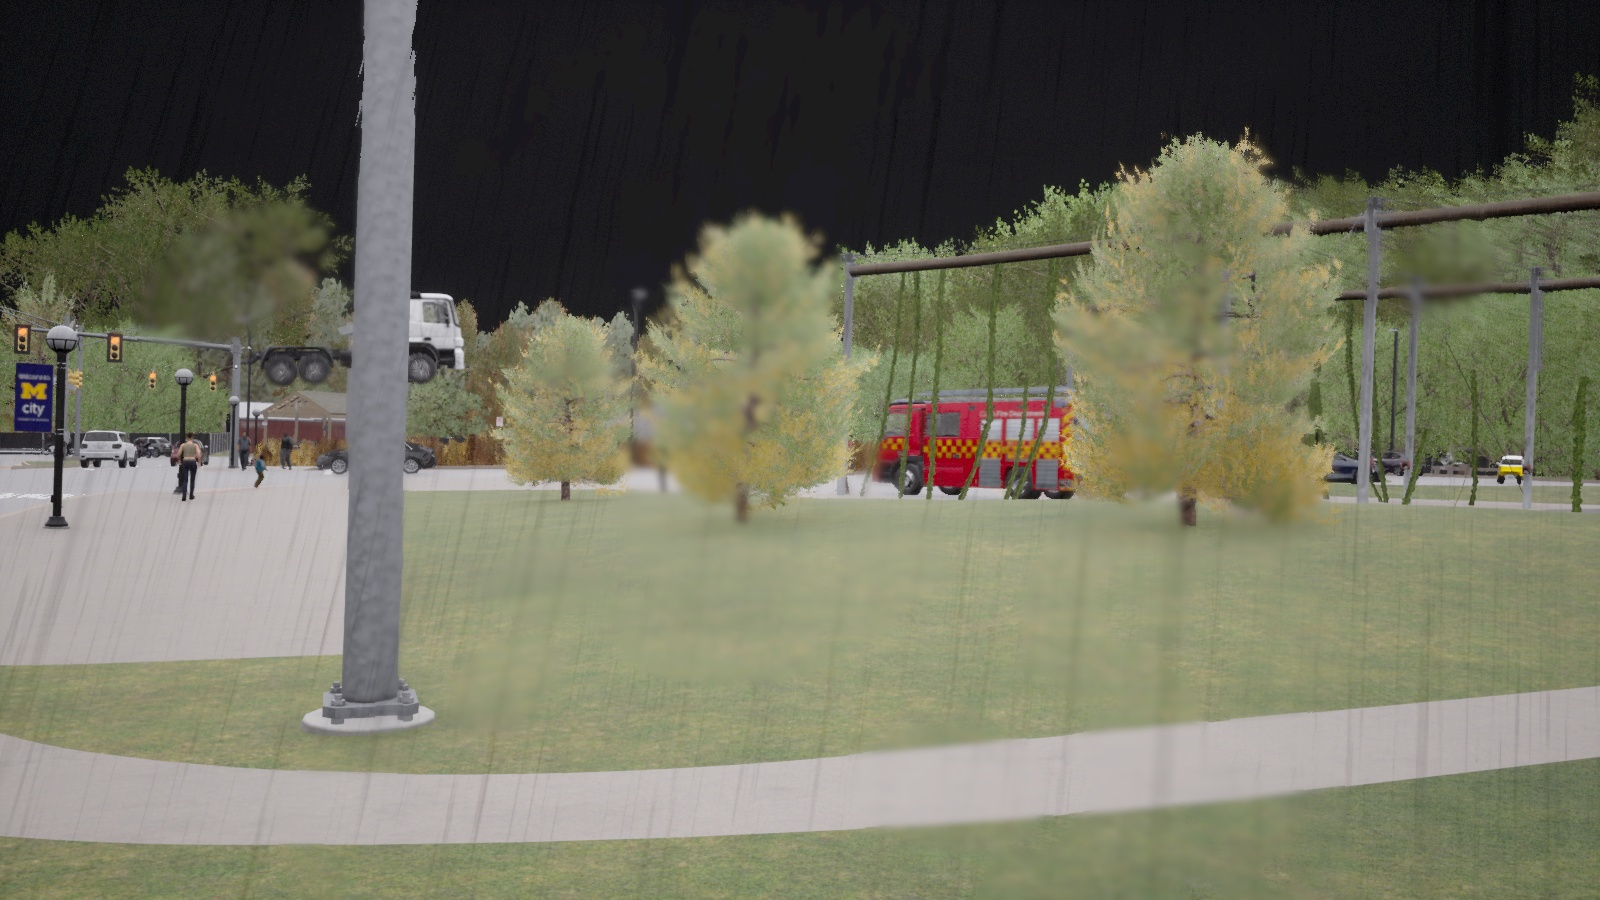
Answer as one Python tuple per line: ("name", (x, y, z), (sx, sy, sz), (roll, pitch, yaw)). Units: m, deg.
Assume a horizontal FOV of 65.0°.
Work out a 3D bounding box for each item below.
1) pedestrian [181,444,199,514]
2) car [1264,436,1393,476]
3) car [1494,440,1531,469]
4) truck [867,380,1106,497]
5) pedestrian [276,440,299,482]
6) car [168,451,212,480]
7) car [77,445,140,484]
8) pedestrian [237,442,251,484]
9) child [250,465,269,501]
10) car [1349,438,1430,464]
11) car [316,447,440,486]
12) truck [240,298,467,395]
("pedestrian", (-16.300, 0.771, 33.560), (0.345, 1.836, 0.594), (1, 0, -19))
("car", (22.790, 0.257, 54.377), (4.856, 1.649, 2.033), (-1, 1, 13))
("car", (34.712, 0.202, 61.173), (1.481, 1.376, 2.207), (0, 2, 32))
("truck", (6.478, -0.340, 44.972), (2.891, 3.827, 8.468), (0, -1, -44))
("pedestrian", (-23.746, 0.505, 58.211), (0.563, 1.883, 0.849), (1, 0, 21))
("car", (-36.863, 0.901, 75.986), (1.851, 1.617, 3.988), (-1, 1, -19))
("car", (-38.546, 0.799, 70.137), (2.150, 2.045, 5.566), (-1, 0, -19))
("pedestrian", (-24.767, 0.561, 55.986), (0.540, 1.848, 0.694), (1, 0, -23))
("child", (-18.166, 1.102, 42.222), (0.343, 1.192, 0.448), (1, 1, 37))
("car", (34.677, 0.046, 73.997), (1.816, 1.474, 4.193), (-1, 0, -23))
("car", (-18.054, 0.697, 53.746), (4.892, 1.490, 1.837), (-1, 1, -20))
("truck", (-17.327, -4.055, 48.916), (7.936, 3.462, 2.891), (-4, 4, -22))
